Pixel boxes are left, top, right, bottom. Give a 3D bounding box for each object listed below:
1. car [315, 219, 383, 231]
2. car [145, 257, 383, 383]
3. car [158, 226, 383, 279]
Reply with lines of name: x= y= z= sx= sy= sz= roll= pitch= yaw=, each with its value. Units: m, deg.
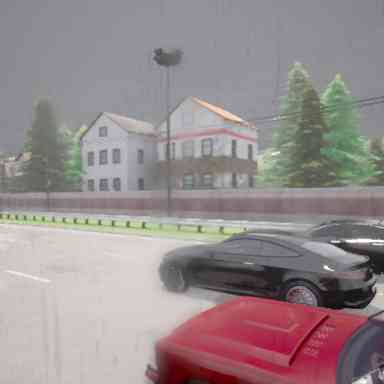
car: x=4.352 y=1.527 z=9.488 sx=4.892 sy=1.490 sz=1.837 roll=0 pitch=0 yaw=36
car: x=1.882 y=1.600 z=2.650 sx=4.718 sy=1.301 sz=1.895 roll=-1 pitch=0 yaw=36
car: x=1.385 y=1.559 z=7.297 sx=4.674 sy=1.442 sz=1.812 roll=-1 pitch=0 yaw=36
